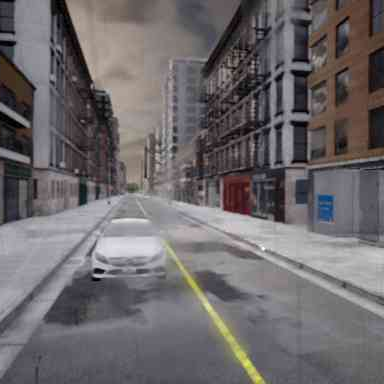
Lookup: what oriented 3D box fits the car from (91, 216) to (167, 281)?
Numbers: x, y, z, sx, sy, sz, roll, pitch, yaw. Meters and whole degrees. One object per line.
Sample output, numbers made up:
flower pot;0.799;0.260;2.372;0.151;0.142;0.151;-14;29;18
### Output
car;-1.835;1.490;9.901;1.812;1.442;4.674;1;1;-10
